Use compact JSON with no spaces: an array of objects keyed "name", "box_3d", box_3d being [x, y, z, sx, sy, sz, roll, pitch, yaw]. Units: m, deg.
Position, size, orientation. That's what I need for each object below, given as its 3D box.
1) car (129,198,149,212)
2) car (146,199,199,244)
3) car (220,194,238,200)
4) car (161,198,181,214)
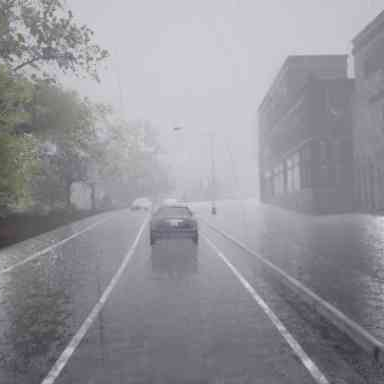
[{"name":"car","box_3d":[-5.464,1.406,36.415,1.812,1.442,4.674,0,0,2]},{"name":"car","box_3d":[-0.909,1.337,15.929,2.097,1.767,4.553,0,0,-5]},{"name":"car","box_3d":[8.411,1.071,75.229,2.033,1.411,5.357,-4,-2,39]},{"name":"car","box_3d":[-2.094,1.404,34.152,1.812,1.442,4.674,0,1,0]}]
